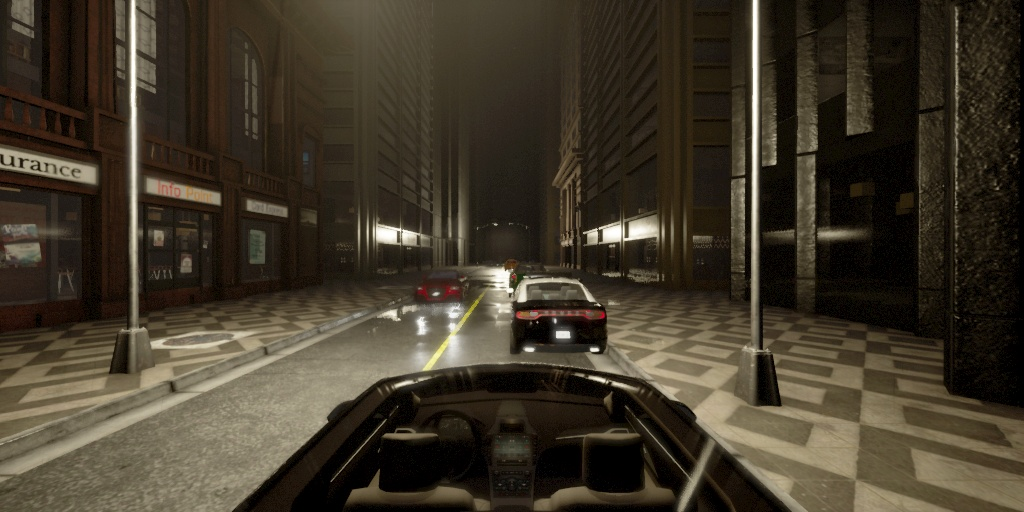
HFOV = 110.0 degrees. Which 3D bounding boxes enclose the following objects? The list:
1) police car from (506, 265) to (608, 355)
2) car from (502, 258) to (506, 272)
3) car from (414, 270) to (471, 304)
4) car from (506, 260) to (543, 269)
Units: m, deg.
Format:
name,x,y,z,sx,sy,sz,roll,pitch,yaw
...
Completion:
name,x,y,z,sx,sy,sz,roll,pitch,yaw
police car,0.891,1.177,8.867,1.930,1.638,5.238,0,0,0
car,-0.019,1.277,48.196,1.882,1.535,5.008,0,0,0
car,-3.019,1.320,16.246,1.994,1.385,4.181,0,0,0
car,0.878,1.109,18.728,2.097,1.767,4.553,0,0,0
